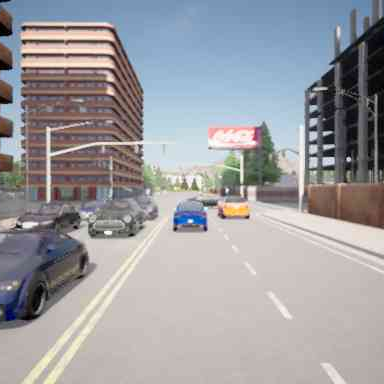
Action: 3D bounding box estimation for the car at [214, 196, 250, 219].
[{"bbox_3d":[3.222,1.119,26.474,2.097,1.767,4.553,0,0,-1],"label":"car"}]

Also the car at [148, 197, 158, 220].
[{"bbox_3d":[-3.766,1.200,25.259,2.097,1.767,4.553,0,0,-1],"label":"car"}]

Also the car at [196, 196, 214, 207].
[{"bbox_3d":[1.754,1.159,38.148,4.902,1.511,2.128,0,0,0],"label":"car"}]

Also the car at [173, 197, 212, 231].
[{"bbox_3d":[-0.102,1.310,19.357,1.882,1.535,5.008,0,0,-1],"label":"car"}]

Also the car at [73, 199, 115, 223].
[{"bbox_3d":[-7.265,1.357,25.193,1.812,1.442,4.674,0,0,-1],"label":"car"}]

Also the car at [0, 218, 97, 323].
[{"bbox_3d":[-3.661,1.506,7.031,1.994,1.385,4.181,0,0,0],"label":"car"}]

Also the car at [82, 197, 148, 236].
[{"bbox_3d":[-3.754,1.207,17.127,2.097,1.767,4.553,0,1,0],"label":"car"}]

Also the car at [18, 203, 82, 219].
[{"bbox_3d":[-7.253,1.349,17.283,2.128,1.511,4.902,0,0,0],"label":"car"}]
